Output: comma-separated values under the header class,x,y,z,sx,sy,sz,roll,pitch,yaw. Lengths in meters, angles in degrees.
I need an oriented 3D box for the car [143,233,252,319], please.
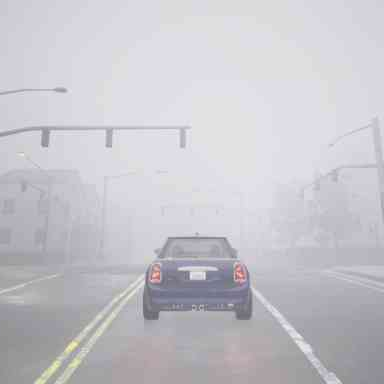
class,x,y,z,sx,sy,sz,roll,pitch,yaw
car,0.107,1.810,8.261,2.097,1.767,4.553,0,-7,0
